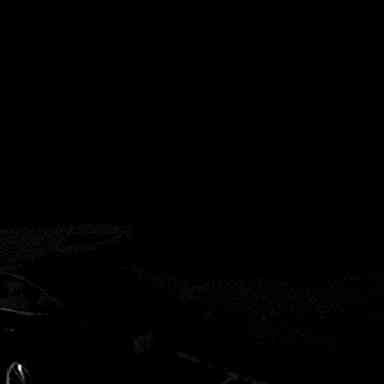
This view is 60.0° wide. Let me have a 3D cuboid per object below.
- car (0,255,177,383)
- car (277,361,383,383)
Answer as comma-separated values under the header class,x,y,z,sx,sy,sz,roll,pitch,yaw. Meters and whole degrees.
class,x,y,z,sx,sy,sz,roll,pitch,yaw
car,-2.174,1.575,4.632,4.313,1.339,1.947,0,0,36
car,2.322,1.580,1.424,4.206,1.307,1.802,0,0,36
